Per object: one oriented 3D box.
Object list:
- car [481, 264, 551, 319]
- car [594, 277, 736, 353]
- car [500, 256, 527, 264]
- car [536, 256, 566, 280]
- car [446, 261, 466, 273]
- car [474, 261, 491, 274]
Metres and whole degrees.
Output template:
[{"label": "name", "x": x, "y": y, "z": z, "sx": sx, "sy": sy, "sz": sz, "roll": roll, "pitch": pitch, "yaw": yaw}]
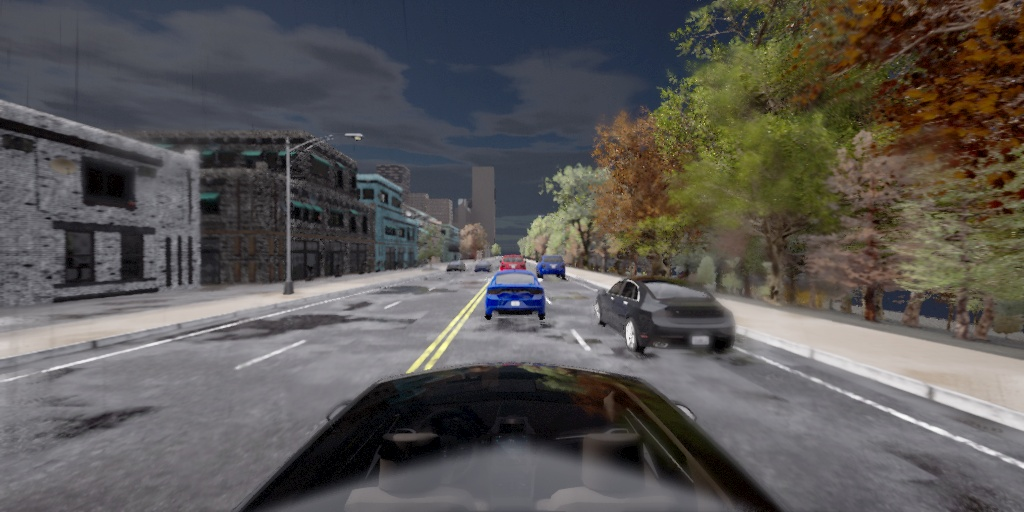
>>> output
[{"label": "car", "x": 0.101, "y": 1.231, "z": 12.857, "sx": 1.882, "sy": 1.535, "sz": 5.008, "roll": 0, "pitch": 0, "yaw": 0}, {"label": "car", "x": 3.350, "y": 1.257, "z": 8.789, "sx": 1.837, "sy": 1.490, "sz": 4.892, "roll": 0, "pitch": 0, "yaw": 0}, {"label": "car", "x": 0.101, "y": 0.980, "z": 31.469, "sx": 2.150, "sy": 2.045, "sz": 5.566, "roll": 0, "pitch": 0, "yaw": 0}, {"label": "car", "x": 3.351, "y": 0.980, "z": 31.530, "sx": 2.150, "sy": 2.045, "sz": 5.566, "roll": 0, "pitch": 0, "yaw": 0}, {"label": "car", "x": -6.586, "y": 1.309, "z": 42.850, "sx": 2.033, "sy": 1.411, "sz": 5.357, "roll": 0, "pitch": 0, "yaw": 0}, {"label": "car", "x": -3.337, "y": 1.309, "z": 42.412, "sx": 2.033, "sy": 1.411, "sz": 5.357, "roll": 0, "pitch": 0, "yaw": 0}]
